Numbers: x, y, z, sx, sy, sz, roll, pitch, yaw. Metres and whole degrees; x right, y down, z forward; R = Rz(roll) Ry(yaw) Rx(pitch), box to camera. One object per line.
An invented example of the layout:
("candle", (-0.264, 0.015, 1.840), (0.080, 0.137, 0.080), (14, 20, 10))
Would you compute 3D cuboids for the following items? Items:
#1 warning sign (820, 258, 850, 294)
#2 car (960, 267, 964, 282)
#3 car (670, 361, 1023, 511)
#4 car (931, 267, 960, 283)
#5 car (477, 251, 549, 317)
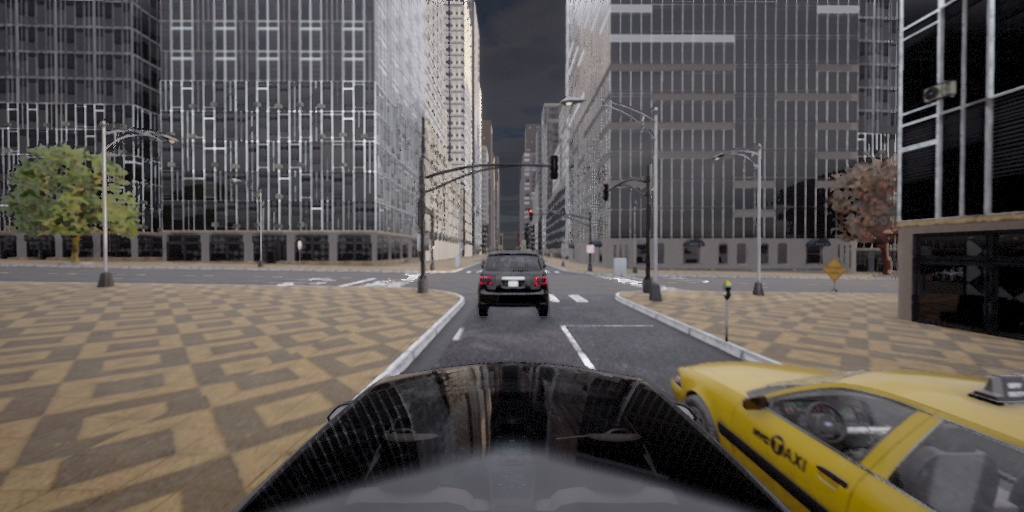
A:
("warning sign", (17.259, 1.014, 19.192), (1.060, 1.860, 1.300), (0, 0, -3))
("car", (41.037, 1.685, 29.767), (5.008, 1.535, 1.882), (1, 1, -3))
("car", (2.565, 1.273, 2.040), (1.751, 1.417, 4.829), (0, 0, 0))
("car", (41.561, 1.706, 33.045), (4.674, 1.442, 1.812), (1, 1, -2))
("car", (0.056, 0.850, 12.667), (2.150, 2.045, 5.566), (0, 0, 0))
